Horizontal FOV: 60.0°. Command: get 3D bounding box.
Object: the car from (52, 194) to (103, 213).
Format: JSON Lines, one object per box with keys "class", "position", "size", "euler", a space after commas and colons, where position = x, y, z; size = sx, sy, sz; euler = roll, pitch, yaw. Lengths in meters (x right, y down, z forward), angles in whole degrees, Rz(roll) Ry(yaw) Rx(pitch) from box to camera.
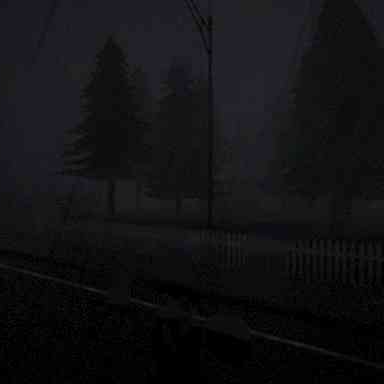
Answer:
{"class": "car", "position": [-12.383, 1.201, 36.289], "size": [2.150, 2.045, 5.566], "euler": [0, 0, 35]}
